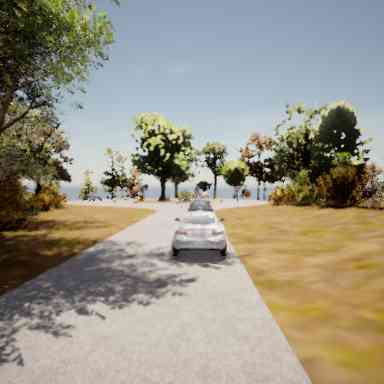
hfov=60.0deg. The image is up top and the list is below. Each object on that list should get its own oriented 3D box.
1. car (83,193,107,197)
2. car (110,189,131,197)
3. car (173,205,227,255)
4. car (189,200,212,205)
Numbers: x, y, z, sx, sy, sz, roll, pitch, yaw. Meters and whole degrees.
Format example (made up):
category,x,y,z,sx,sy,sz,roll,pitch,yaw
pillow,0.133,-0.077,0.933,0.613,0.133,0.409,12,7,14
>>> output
category,x,y,z,sx,sy,sz,roll,pitch,yaw
car,-15.175,0.861,50.545,1.994,1.385,4.181,0,1,-39
car,-15.087,0.350,68.165,2.150,2.045,5.566,1,1,39
car,0.293,1.433,12.711,1.812,1.442,4.674,0,0,1
car,0.673,1.323,26.828,1.994,1.385,4.181,0,0,2
